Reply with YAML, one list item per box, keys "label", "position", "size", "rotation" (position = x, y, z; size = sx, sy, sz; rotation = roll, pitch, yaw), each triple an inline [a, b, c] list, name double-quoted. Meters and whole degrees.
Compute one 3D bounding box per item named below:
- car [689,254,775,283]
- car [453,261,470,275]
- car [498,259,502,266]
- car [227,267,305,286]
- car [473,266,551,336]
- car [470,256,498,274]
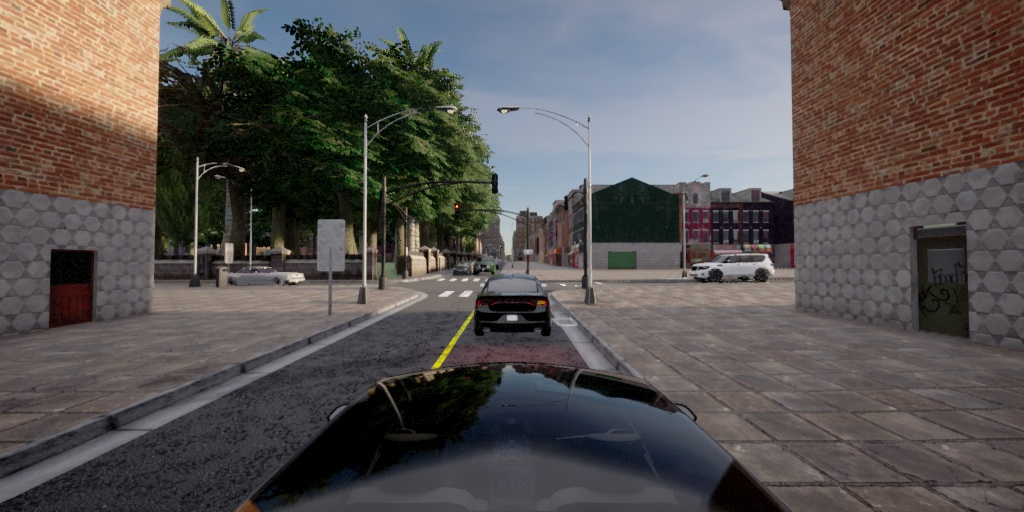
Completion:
- label: "car"
  position: [16.044, 0.867, 26.285]
  size: [5.566, 2.045, 2.150]
  rotation: [-1, -1, 0]
- label: "car"
  position: [-5.467, 1.333, 39.620]
  size: [2.007, 1.370, 4.403]
  rotation: [0, 0, 0]
- label: "car"
  position: [-2.985, 1.288, 54.136]
  size: [1.882, 1.535, 5.008]
  rotation: [0, 0, 0]
- label: "car"
  position: [-16.123, 1.341, 23.206]
  size: [4.718, 1.301, 1.895]
  rotation: [0, -1, 0]
- label: "car"
  position: [0.034, 1.231, 10.476]
  size: [1.882, 1.535, 5.008]
  rotation: [0, 0, 1]
- label: "car"
  position: [-2.900, 1.002, 38.805]
  size: [2.150, 2.045, 5.566]
  rotation: [0, 0, -1]
